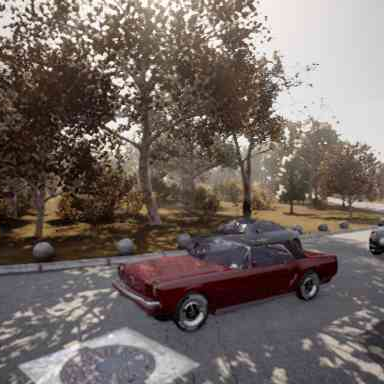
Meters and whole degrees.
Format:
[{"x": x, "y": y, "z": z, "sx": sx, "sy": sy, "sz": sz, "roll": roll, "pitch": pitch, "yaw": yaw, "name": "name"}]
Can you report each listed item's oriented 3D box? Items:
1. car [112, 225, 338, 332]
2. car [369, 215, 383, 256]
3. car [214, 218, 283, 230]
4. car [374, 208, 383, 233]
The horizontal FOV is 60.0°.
[{"x": 0.832, "y": 1.613, "z": 6.923, "sx": 4.718, "sy": 1.301, "sz": 1.895, "roll": 0, "pitch": 0, "yaw": -33, "name": "car"}, {"x": 8.402, "y": 1.575, "z": 12.488, "sx": 4.902, "sy": 1.511, "sz": 2.128, "roll": 1, "pitch": -1, "yaw": -40, "name": "car"}, {"x": 1.819, "y": 1.592, "z": 11.150, "sx": 4.181, "sy": 1.385, "sz": 1.994, "roll": 0, "pitch": 0, "yaw": -39, "name": "car"}, {"x": 13.785, "y": 1.781, "z": 21.542, "sx": 5.357, "sy": 1.411, "sz": 2.033, "roll": 1, "pitch": -1, "yaw": -44, "name": "car"}]
